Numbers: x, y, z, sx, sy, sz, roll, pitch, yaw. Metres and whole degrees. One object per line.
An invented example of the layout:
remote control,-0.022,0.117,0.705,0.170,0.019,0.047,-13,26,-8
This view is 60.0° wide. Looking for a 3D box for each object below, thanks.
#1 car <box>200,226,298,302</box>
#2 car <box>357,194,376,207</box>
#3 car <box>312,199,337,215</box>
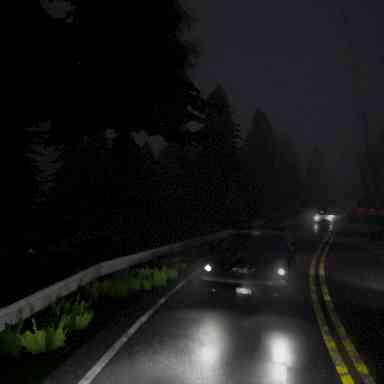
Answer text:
car,1.693,1.597,8.536,1.895,1.301,4.718,-1,0,19
car,21.009,1.039,40.183,2.128,1.511,4.902,-2,0,28
car,12.524,1.334,31.283,2.033,1.411,5.357,-2,0,27
